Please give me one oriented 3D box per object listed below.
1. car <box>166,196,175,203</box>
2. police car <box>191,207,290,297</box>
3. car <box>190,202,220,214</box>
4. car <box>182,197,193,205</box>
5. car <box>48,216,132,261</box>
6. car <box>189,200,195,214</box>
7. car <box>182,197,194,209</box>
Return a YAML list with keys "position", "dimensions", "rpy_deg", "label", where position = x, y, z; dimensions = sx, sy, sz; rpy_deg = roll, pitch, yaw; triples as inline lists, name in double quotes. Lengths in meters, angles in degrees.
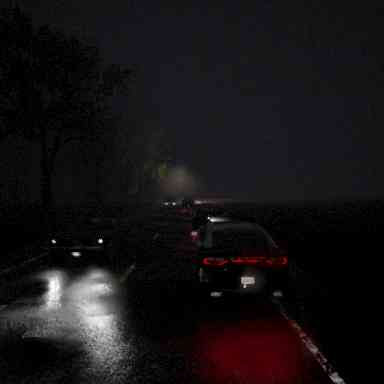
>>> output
- position: [-4.560, 1.541, 70.925]
  dimensions: [1.882, 1.535, 5.008]
  rpy_deg: [0, 0, -2]
  label: "car"
- position: [1.017, 1.426, 8.718]
  dimensions: [1.930, 1.638, 5.238]
  rpy_deg: [0, 0, 0]
  label: "police car"
- position: [0.945, 1.511, 18.618]
  dimensions: [1.837, 1.490, 4.892]
  rpy_deg: [0, 0, -1]
  label: "car"
- position: [-0.807, 1.613, 61.882]
  dimensions: [1.994, 1.385, 4.181]
  rpy_deg: [0, 0, -1]
  label: "car"
- position: [-3.567, 1.603, 12.421]
  dimensions: [1.895, 1.301, 4.718]
  rpy_deg: [0, 0, -1]
  label: "car"
- position: [0.886, 1.535, 24.623]
  dimensions: [1.812, 1.442, 4.674]
  rpy_deg: [0, 0, -1]
  label: "car"
- position: [-0.468, 1.631, 46.916]
  dimensions: [1.895, 1.301, 4.718]
  rpy_deg: [0, 0, -1]
  label: "car"
